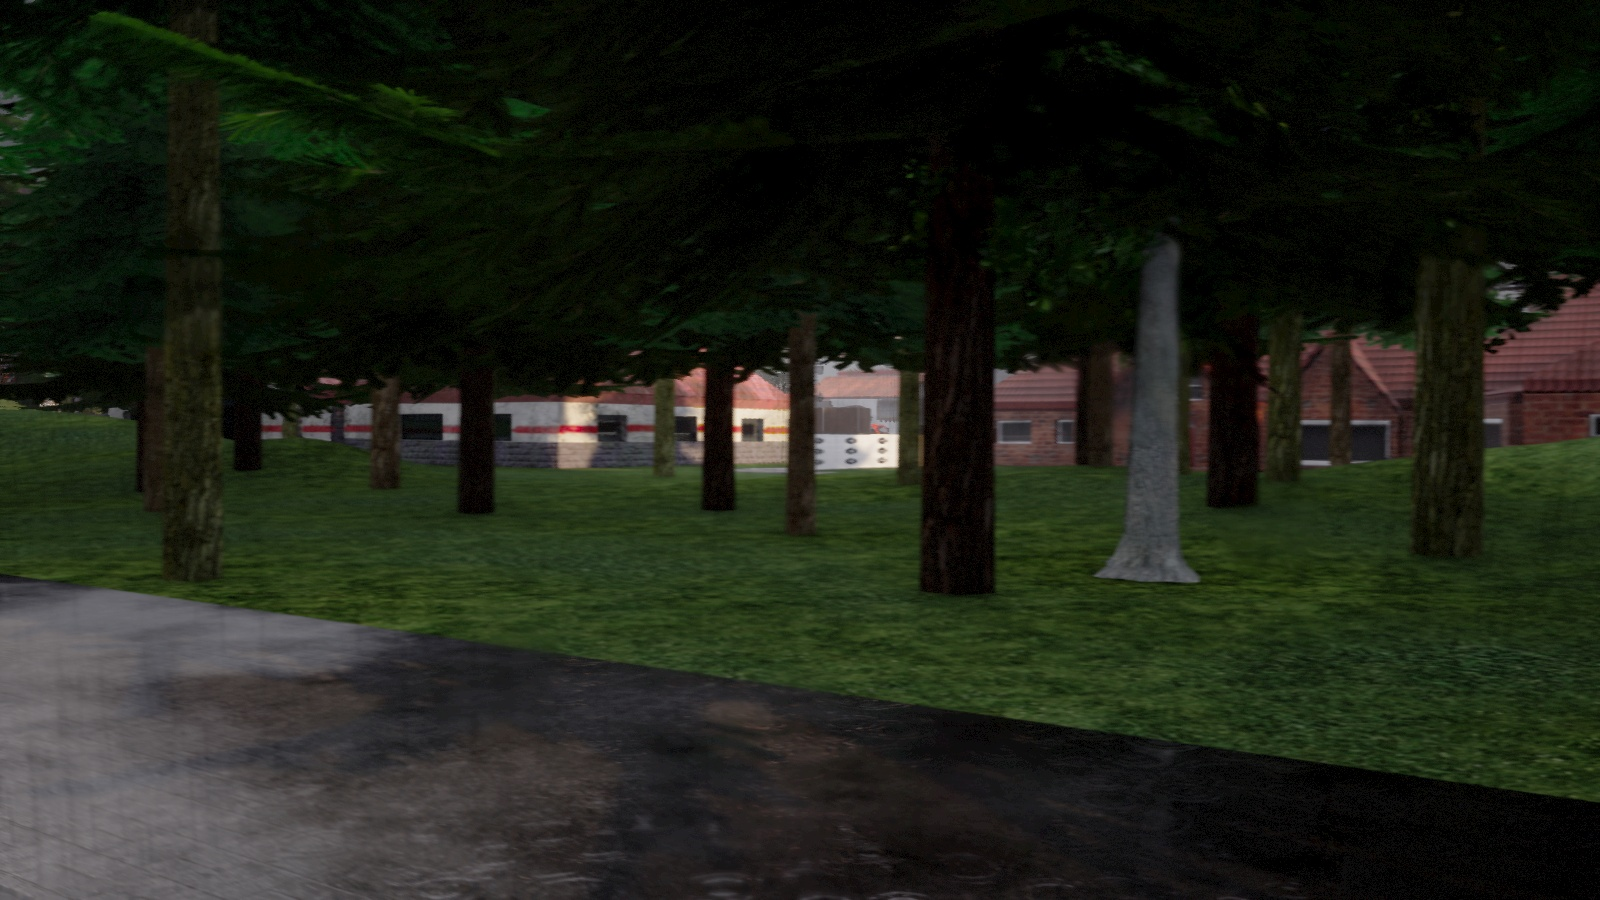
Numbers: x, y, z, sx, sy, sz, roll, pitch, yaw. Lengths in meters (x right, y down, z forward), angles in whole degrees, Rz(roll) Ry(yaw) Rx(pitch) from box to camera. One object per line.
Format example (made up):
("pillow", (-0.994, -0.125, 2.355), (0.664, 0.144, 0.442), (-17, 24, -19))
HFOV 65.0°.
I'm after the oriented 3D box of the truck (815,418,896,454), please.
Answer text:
("truck", (3.963, -1.008, 90.603), (5.204, 2.467, 2.627), (0, 1, 34))
